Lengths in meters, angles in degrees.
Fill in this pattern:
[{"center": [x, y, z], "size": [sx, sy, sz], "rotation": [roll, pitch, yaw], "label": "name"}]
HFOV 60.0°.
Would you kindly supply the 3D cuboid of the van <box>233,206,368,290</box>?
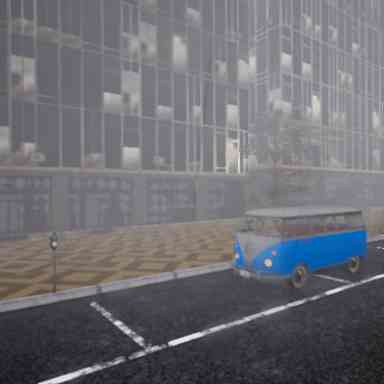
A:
[{"center": [2.891, 1.282, 8.637], "size": [3.998, 1.788, 1.690], "rotation": [-1, 0, -36], "label": "van"}]
